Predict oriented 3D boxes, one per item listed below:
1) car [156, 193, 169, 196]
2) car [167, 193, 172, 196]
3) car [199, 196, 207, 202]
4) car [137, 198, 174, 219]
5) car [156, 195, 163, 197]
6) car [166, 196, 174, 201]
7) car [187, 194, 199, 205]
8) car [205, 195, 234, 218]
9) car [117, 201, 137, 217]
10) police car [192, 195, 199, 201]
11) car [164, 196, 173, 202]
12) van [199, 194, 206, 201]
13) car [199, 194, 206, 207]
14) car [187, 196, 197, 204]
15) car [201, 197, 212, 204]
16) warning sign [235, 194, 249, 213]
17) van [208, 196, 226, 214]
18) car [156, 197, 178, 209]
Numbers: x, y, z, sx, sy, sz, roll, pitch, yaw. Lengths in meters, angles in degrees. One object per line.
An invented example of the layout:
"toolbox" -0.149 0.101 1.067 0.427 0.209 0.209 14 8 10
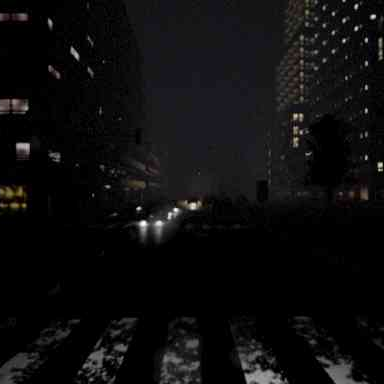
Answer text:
"car" -5.699 1.480 58.295 1.967 1.590 4.097 0 0 0
"car" -5.699 1.497 69.348 1.967 1.590 4.097 0 0 0
"car" 2.681 1.602 80.572 1.752 1.417 4.829 0 0 0
"car" -3.070 1.554 29.063 2.033 1.411 5.357 0 0 3
"car" -5.697 1.574 47.241 2.008 1.369 4.403 0 0 0
"car" -5.699 1.632 85.927 1.887 1.381 4.507 0 0 0
"car" 0.098 1.547 59.750 1.837 1.490 4.892 0 0 0
"car" 2.683 1.323 30.662 2.192 1.841 5.009 0 0 0
"car" -5.696 1.558 30.662 2.008 1.369 4.403 0 0 0
"police car" 0.896 1.519 89.036 1.930 1.638 5.238 0 0 0
"car" -5.699 1.601 80.231 1.752 1.417 4.829 0 0 0
"van" 2.680 1.428 85.928 1.690 1.788 3.998 0 0 0
"car" 2.681 1.346 52.768 2.192 1.841 5.009 0 0 0
"car" -0.005 1.582 69.908 2.128 1.511 4.902 0 0 0
"car" 2.682 1.593 63.822 1.887 1.381 4.507 0 0 0
"warning sign" 5.069 1.125 33.919 1.300 1.860 1.060 0 0 0
"van" 2.682 1.353 36.188 1.690 1.788 3.998 0 0 0
"car" -3.098 1.578 39.033 1.994 1.385 4.181 0 0 0
